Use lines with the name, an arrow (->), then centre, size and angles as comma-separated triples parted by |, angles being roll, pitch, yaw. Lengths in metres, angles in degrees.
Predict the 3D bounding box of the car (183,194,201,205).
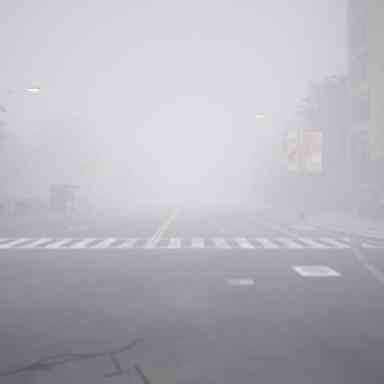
car -> 0.009, 1.459, 56.117 | 2.033, 1.411, 5.357 | 0, 0, 0

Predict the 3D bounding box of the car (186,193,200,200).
car -> 0.355, 1.216, 88.697 | 2.097, 1.767, 4.553 | 0, 0, 21

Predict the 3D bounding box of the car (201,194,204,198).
car -> 0.782, 1.233, 77.872 | 2.097, 1.767, 4.553 | 0, 0, 13

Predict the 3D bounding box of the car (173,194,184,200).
car -> -2.562, 1.382, 90.785 | 2.128, 1.511, 4.902 | 0, 0, 21

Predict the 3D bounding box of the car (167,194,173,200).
car -> -4.233, 1.445, 94.745 | 1.895, 1.301, 4.718 | 0, 0, 30
